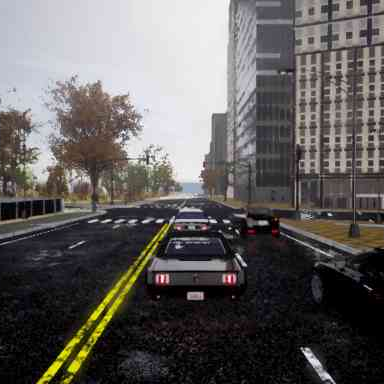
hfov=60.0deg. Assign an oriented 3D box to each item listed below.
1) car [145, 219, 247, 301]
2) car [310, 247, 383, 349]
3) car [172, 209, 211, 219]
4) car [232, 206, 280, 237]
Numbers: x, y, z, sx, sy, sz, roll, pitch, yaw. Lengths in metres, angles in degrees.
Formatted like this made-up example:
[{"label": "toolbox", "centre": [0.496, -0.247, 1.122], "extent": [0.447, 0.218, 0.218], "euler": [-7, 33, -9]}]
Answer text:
[{"label": "car", "centre": [0.069, 1.598, 8.252], "extent": [1.895, 1.301, 4.718], "euler": [0, 0, 0]}, {"label": "car", "centre": [3.348, 1.523, 4.967], "extent": [1.812, 1.442, 4.674], "euler": [0, 0, 0]}, {"label": "car", "centre": [-0.019, 1.543, 16.493], "extent": [2.033, 1.411, 5.357], "euler": [0, 0, 0]}, {"label": "car", "centre": [3.329, 1.499, 17.939], "extent": [2.163, 1.488, 4.792], "euler": [0, 0, 0]}]
